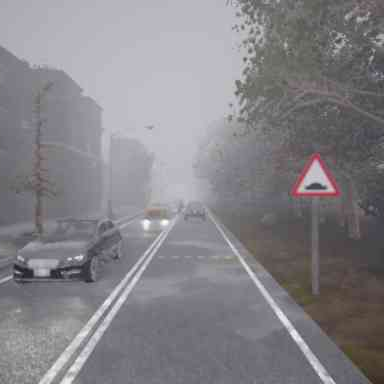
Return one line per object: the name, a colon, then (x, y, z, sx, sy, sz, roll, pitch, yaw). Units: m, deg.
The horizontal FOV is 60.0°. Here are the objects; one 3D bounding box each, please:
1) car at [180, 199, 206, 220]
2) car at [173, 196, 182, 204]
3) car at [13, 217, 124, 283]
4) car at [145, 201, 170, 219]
car: (0.262, 1.648, 29.267, 2.033, 1.411, 5.357, 0, 0, 1)
car: (-2.949, 1.635, 68.113, 1.812, 1.442, 4.674, 0, 0, 0)
car: (-3.313, 1.528, 9.818, 2.128, 1.511, 4.902, 0, 0, 0)
car: (-3.105, 1.580, 30.449, 1.882, 1.535, 5.008, 0, 0, 1)
